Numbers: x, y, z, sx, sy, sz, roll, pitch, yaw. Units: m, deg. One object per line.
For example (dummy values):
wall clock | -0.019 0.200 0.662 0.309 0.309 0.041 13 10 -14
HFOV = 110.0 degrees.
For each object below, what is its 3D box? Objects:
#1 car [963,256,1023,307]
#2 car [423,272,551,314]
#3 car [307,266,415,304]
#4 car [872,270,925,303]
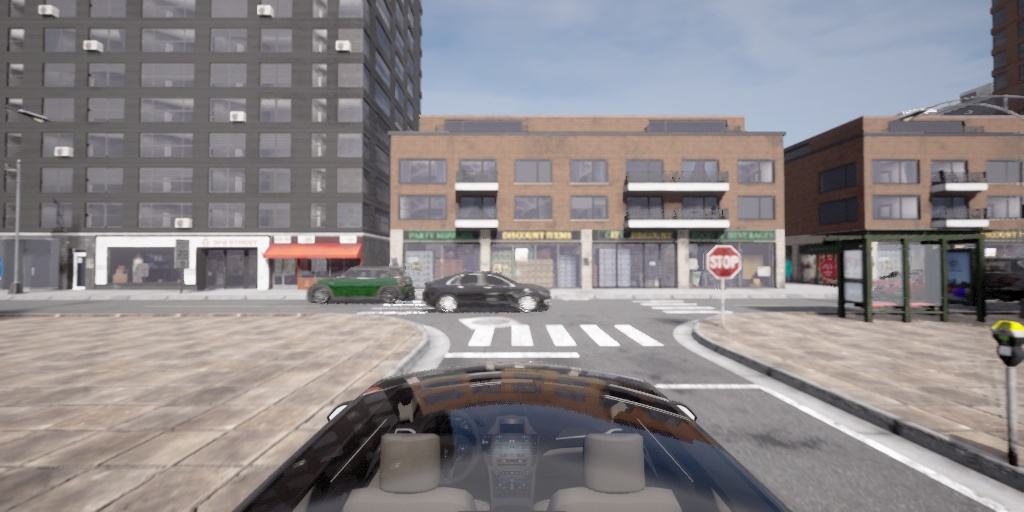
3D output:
car | 20.507 1.035 13.907 5.566 2.045 2.150 0 -1 0
car | -0.934 1.361 13.856 4.892 1.490 1.837 0 -1 0
car | -7.013 1.265 16.800 4.553 1.767 2.097 0 -1 0
car | 18.839 1.391 16.851 4.674 1.442 1.812 0 -1 0
